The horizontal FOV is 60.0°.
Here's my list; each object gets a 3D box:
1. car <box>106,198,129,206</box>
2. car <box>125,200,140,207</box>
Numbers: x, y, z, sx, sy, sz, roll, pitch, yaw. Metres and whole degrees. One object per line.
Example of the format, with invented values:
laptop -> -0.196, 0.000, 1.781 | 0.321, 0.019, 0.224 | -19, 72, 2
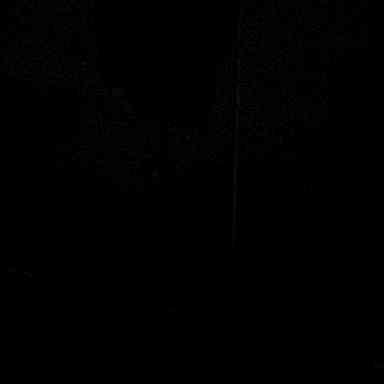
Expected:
car -> -14.226, 1.941, 63.810 | 2.128, 1.511, 4.902 | 2, -2, 19
car -> -10.928, 2.190, 62.656 | 1.895, 1.301, 4.718 | 2, -2, 19
